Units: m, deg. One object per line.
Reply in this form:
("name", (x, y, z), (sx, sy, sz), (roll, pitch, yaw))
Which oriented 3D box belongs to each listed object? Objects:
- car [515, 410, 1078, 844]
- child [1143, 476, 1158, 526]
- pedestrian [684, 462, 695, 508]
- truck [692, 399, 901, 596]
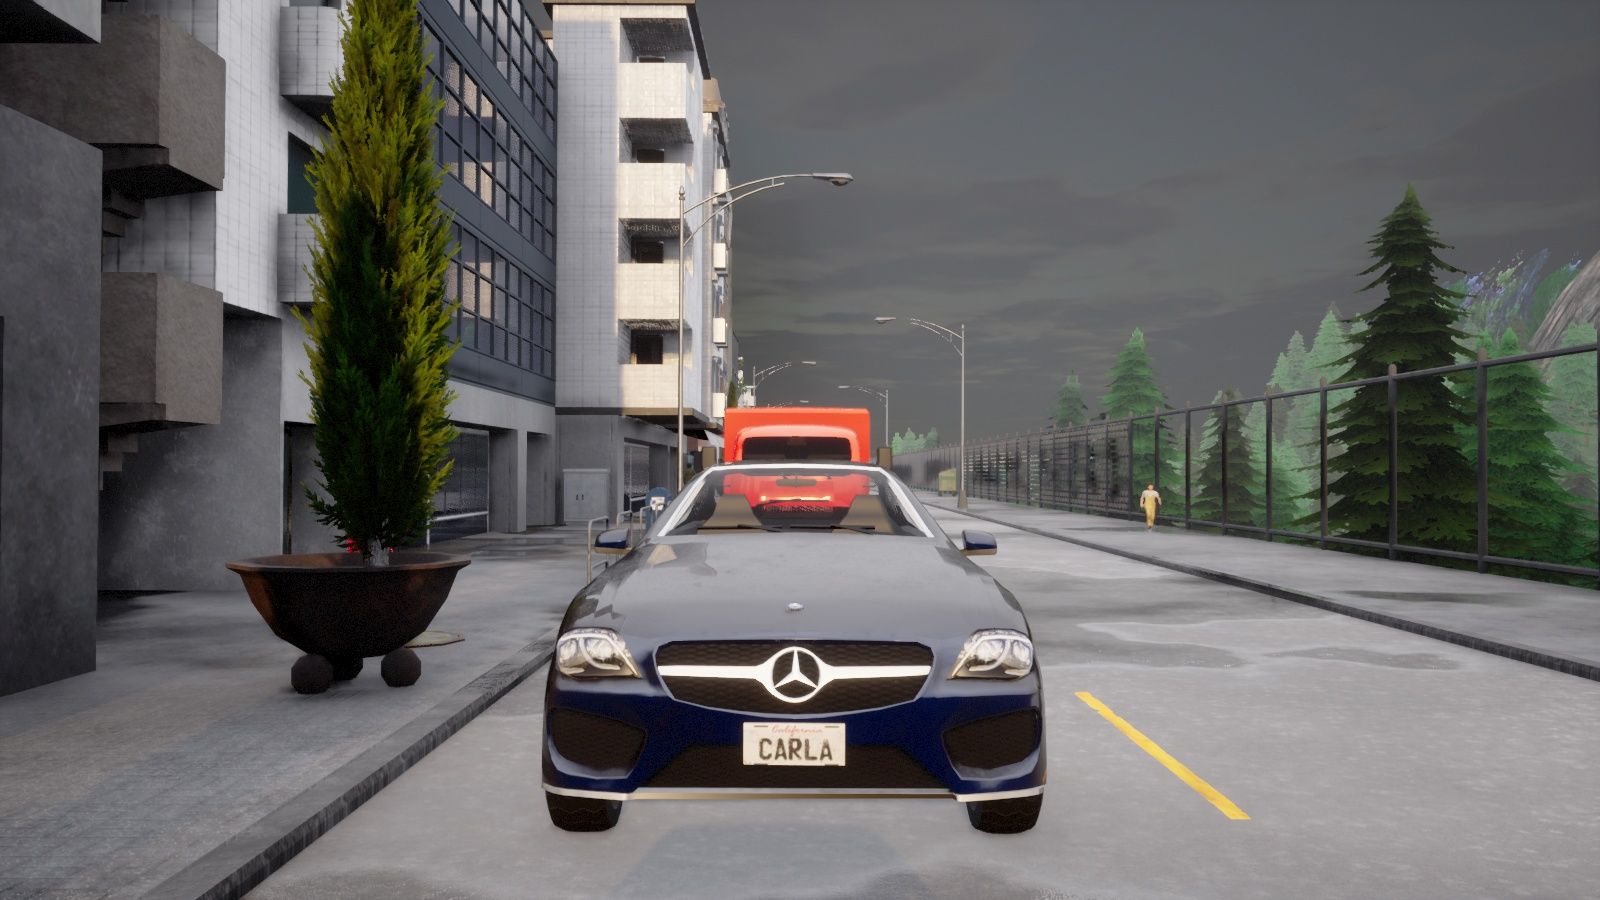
("car", (-0.018, 0.716, 7.321), (2.152, 1.651, 5.027), (0, -1, 0))
("child", (8.975, 1.307, 32.144), (0.270, 1.263, 0.437), (0, -1, 2))
("pedestrian", (-4.420, 1.385, 50.293), (0.370, 1.835, 0.726), (0, -1, 0))
("truck", (-0.047, 0.635, 18.416), (2.627, 2.467, 5.204), (0, -1, 0))
